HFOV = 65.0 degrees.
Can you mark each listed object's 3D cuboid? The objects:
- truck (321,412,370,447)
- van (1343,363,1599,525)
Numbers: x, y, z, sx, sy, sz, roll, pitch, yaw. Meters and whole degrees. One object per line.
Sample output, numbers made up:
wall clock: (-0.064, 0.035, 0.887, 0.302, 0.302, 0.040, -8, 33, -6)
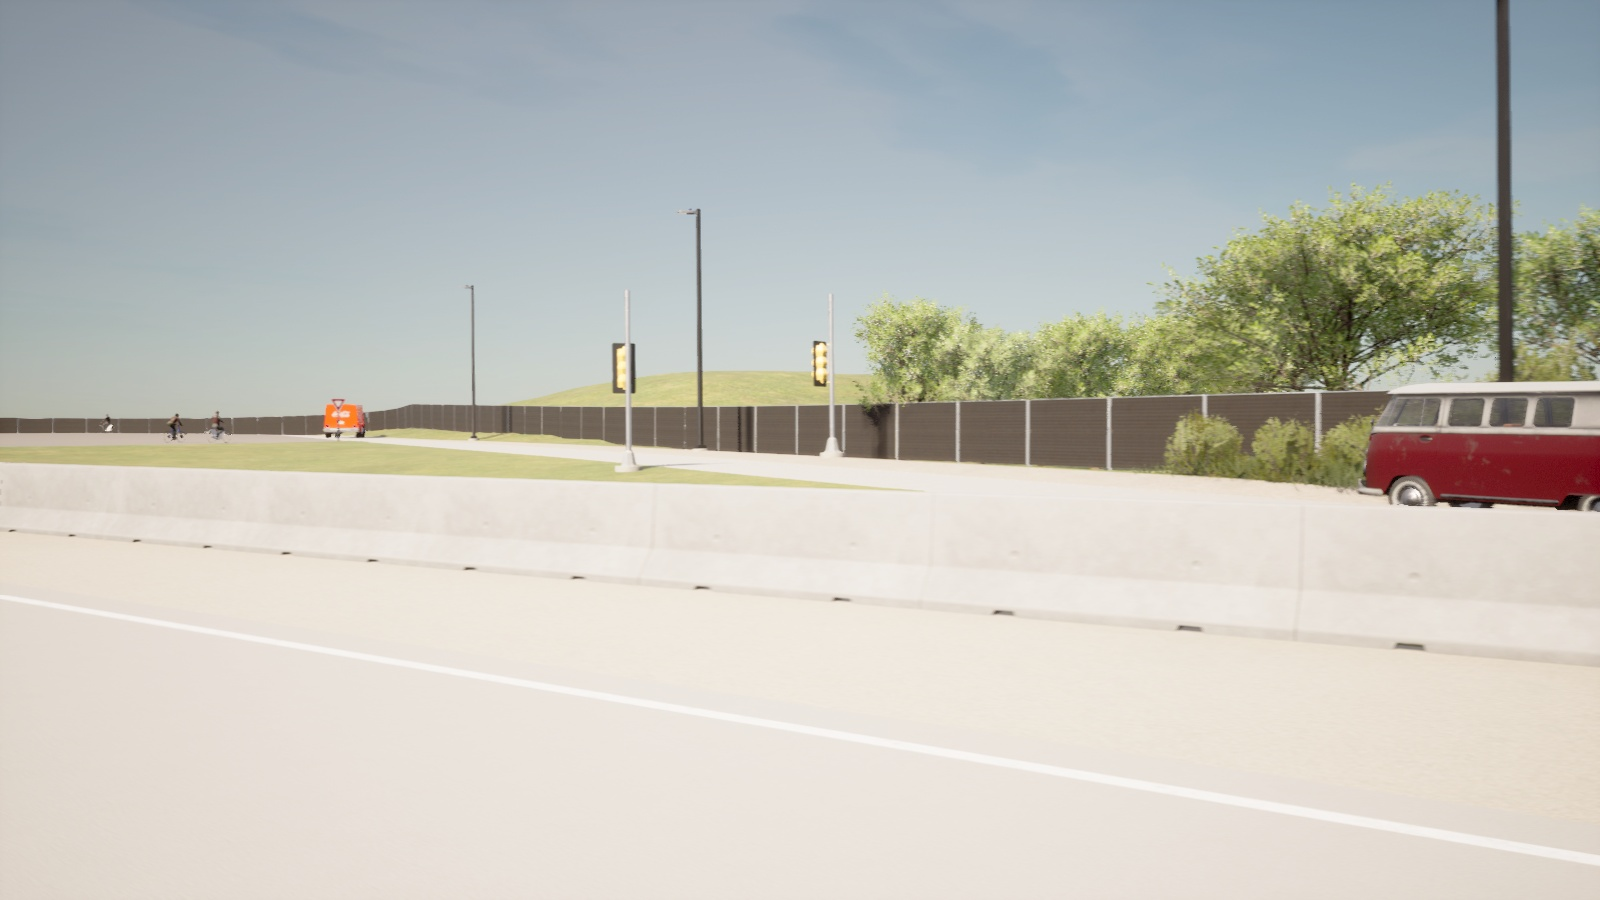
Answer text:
truck: (-33.592, -1.536, 93.001, 2.627, 2.467, 5.204, -1, 1, -11)
van: (9.880, -0.113, 16.981, 1.775, 1.987, 4.442, -2, 2, -32)
